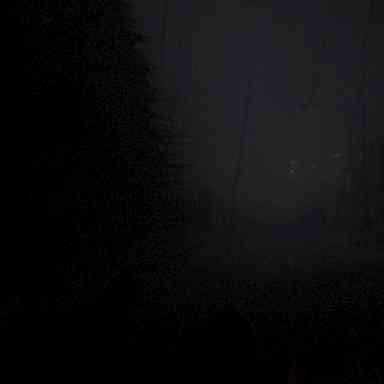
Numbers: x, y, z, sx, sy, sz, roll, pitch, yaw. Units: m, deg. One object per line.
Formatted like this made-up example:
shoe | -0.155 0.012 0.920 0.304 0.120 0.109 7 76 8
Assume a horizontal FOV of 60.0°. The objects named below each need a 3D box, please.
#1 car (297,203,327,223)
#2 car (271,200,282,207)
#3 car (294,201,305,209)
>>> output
car | 9.985 1.843 27.620 1.895 1.301 4.718 -2 -1 16
car | 16.506 2.256 65.130 1.994 1.385 4.181 -2 -1 16
car | 17.685 2.098 54.620 1.895 1.301 4.718 -2 -1 16
